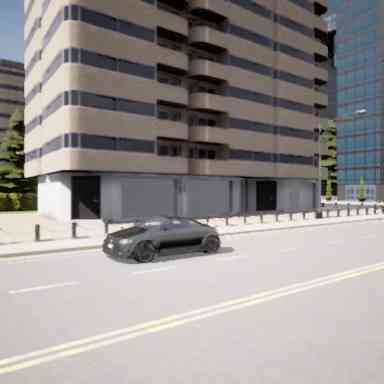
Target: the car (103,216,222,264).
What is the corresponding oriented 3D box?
[{"bbox_3d":[-0.978,1.558,11.834,4.181,1.385,1.994,0,0,-35],"label":"car"}]
